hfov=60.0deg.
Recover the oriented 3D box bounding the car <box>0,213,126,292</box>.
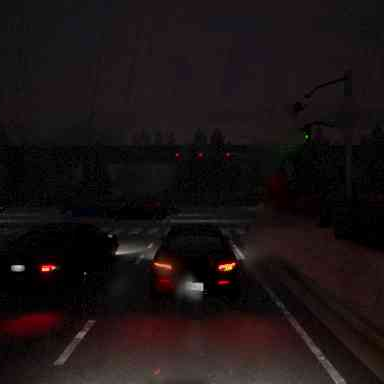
[{"bbox_3d":[-3.420,1.547,9.050,2.033,1.411,5.357,0,0,0],"label":"car"}]

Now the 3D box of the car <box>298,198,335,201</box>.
[{"bbox_3d":[16.920,1.491,43.340,4.902,1.511,2.128,0,0,0],"label":"car"}]

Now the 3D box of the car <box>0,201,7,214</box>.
[{"bbox_3d":[-21.425,1.222,32.859,5.566,2.045,2.150,0,0,0],"label":"car"}]

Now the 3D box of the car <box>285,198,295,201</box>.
[{"bbox_3d":[14.121,1.526,46.855,4.674,1.442,1.812,0,0,2],"label":"car"}]

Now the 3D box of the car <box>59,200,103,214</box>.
[{"bbox_3d":[-9.032,1.477,29.287,5.008,1.535,1.882,0,0,0],"label":"car"}]

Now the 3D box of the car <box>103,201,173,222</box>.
[{"bbox_3d":[-4.098,1.601,25.758,4.718,1.301,1.895,0,0,0],"label":"car"}]

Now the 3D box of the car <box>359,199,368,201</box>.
[{"bbox_3d":[23.228,1.601,46.813,4.718,1.301,1.895,0,0,0],"label":"car"}]

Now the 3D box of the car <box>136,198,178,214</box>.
[{"bbox_3d":[-3.621,1.352,32.756,4.553,1.767,2.097,0,0,0],"label":"car"}]

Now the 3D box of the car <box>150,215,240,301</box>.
[{"bbox_3d":[0.072,1.526,8.229,1.812,1.442,4.674,0,0,0],"label":"car"}]
